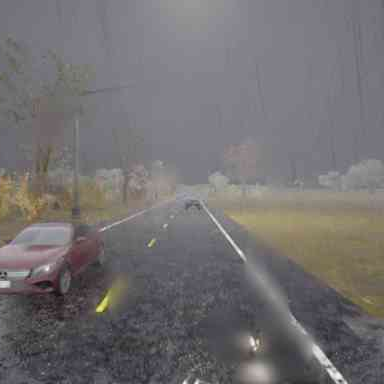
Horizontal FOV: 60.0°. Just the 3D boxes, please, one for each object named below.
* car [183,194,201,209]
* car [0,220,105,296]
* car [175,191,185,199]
[{"bbox_3d":[0.113,1.377,42.663,1.837,1.490,4.892,0,0,0],"label":"car"},{"bbox_3d":[-3.608,1.500,8.687,1.812,1.442,4.674,0,0,0],"label":"car"},{"bbox_3d":[-3.474,1.211,88.378,1.837,1.490,4.892,0,0,0],"label":"car"}]
